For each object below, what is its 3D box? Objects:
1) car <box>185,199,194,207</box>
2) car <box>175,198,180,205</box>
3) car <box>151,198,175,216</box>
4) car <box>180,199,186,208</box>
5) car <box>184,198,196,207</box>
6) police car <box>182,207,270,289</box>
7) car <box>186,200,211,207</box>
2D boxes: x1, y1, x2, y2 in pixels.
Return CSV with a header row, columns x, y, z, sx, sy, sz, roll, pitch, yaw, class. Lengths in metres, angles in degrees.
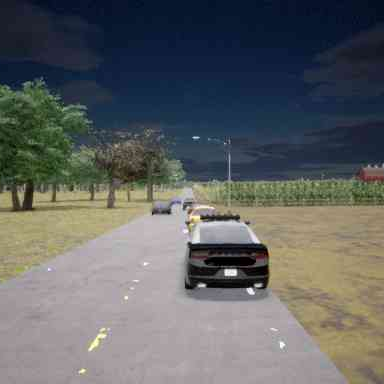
x,y,z,sx,sy,sz,roll,pitch,yaw,class
0.650,1.537,25.197,1.882,1.535,5.008,0,0,0,car
-3.221,1.860,67.342,1.882,1.535,5.008,0,0,0,car
-3.089,1.598,34.589,1.882,1.535,5.008,0,0,0,car
-0.313,1.723,46.235,1.837,1.490,4.892,0,-1,0,car
-0.421,1.879,60.059,2.033,1.411,5.357,0,0,0,car
0.762,1.430,9.301,1.930,1.638,5.238,0,0,0,police car
0.691,1.488,19.383,1.801,1.575,5.366,0,0,0,car
